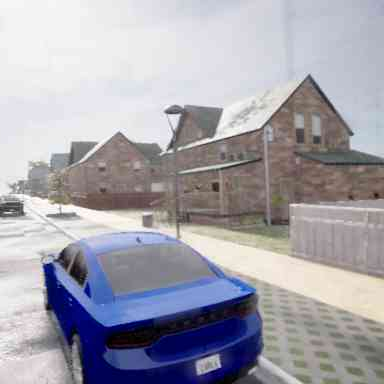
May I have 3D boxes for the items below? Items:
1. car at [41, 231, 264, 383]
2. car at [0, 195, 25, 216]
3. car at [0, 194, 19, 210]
[{"bbox_3d":[-1.088,1.346,5.084,1.882,1.535,5.008,-3,2,-30],"label":"car"},{"bbox_3d":[-15.497,1.172,28.524,1.837,1.490,4.892,-3,2,-29],"label":"car"},{"bbox_3d":[-20.817,1.063,37.764,1.882,1.535,5.008,-3,2,-29],"label":"car"}]
